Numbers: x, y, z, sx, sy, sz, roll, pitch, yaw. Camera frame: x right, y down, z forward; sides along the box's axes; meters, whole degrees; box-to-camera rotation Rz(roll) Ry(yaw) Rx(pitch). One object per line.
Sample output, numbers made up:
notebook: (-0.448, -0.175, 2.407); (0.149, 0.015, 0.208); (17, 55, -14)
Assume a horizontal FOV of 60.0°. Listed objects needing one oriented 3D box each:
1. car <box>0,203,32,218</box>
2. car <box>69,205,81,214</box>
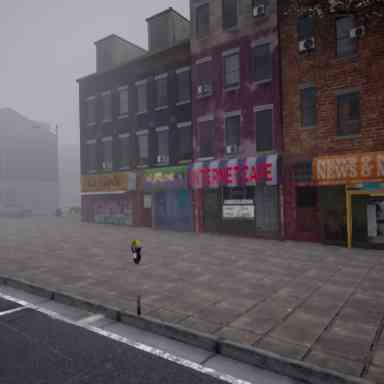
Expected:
car: (-16.208, 1.630, 28.922); (1.994, 1.385, 4.181); (-2, -1, 36)
car: (-10.756, 1.608, 36.514); (2.033, 1.411, 5.357); (-2, -1, 35)
